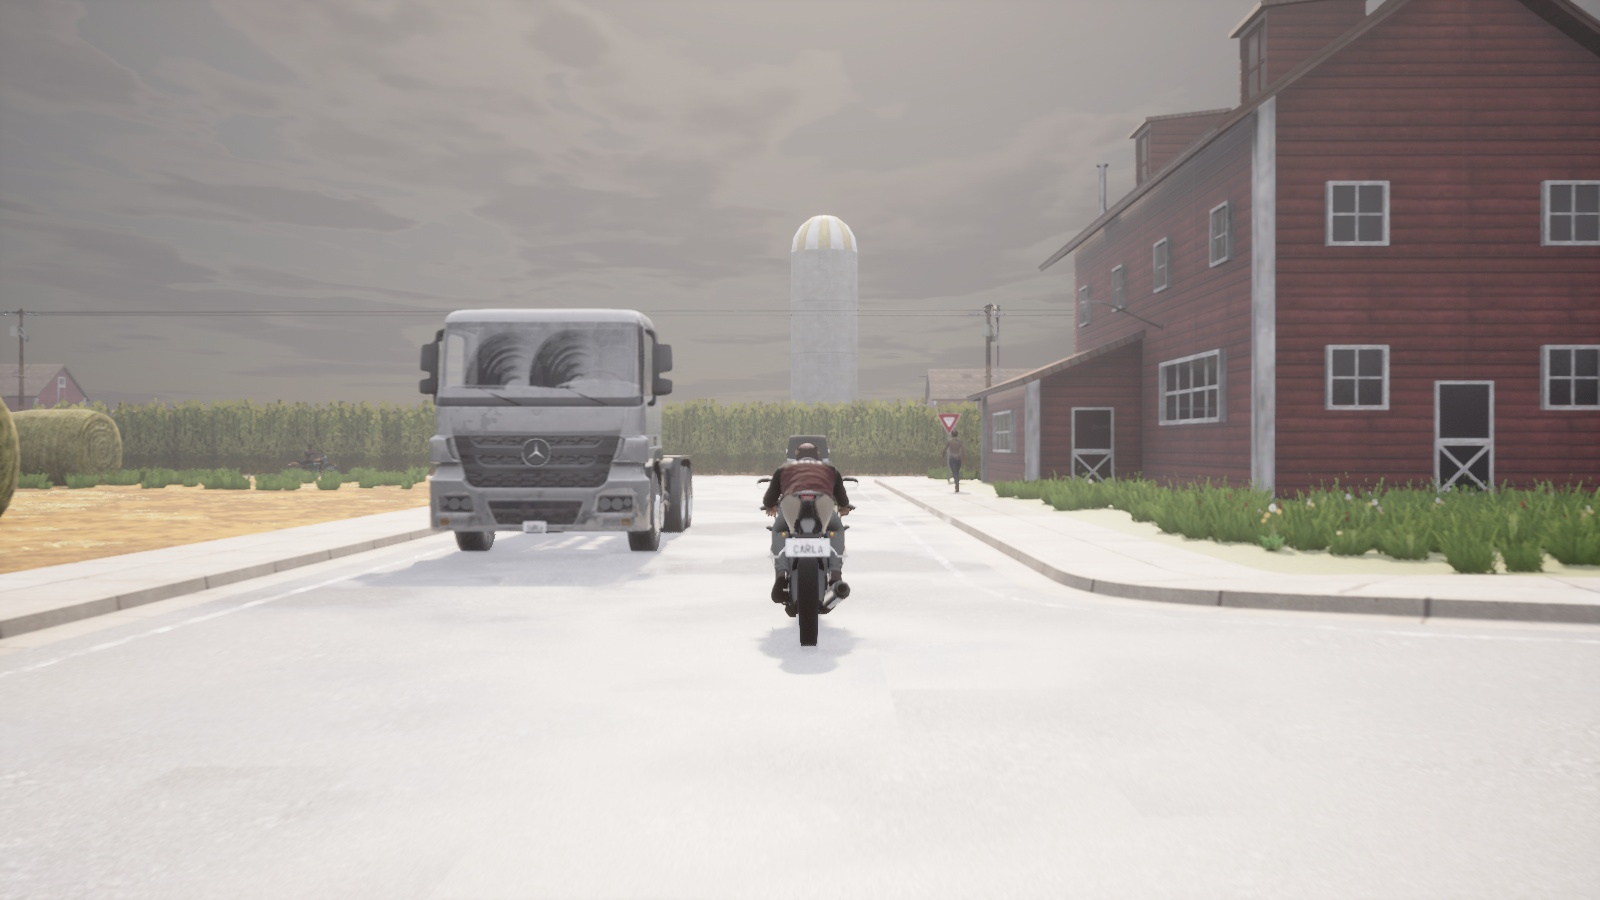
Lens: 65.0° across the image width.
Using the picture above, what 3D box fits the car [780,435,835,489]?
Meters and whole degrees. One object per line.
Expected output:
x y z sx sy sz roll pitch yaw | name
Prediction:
0.278 0.408 45.728 1.905 1.878 3.866 0 0 0 | car

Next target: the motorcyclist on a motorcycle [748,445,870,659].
0.071 0.726 10.074 0.866 1.530 2.191 0 0 0 | motorcyclist on a motorcycle

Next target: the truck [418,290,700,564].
-3.367 -0.301 19.881 2.891 3.462 7.936 0 0 0 | truck

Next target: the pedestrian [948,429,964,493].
4.496 0.316 36.265 0.328 1.805 0.869 0 0 -1 | pedestrian

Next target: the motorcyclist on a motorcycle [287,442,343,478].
-22.651 0.482 58.663 2.350 1.649 0.766 0 0 1 | motorcyclist on a motorcycle
